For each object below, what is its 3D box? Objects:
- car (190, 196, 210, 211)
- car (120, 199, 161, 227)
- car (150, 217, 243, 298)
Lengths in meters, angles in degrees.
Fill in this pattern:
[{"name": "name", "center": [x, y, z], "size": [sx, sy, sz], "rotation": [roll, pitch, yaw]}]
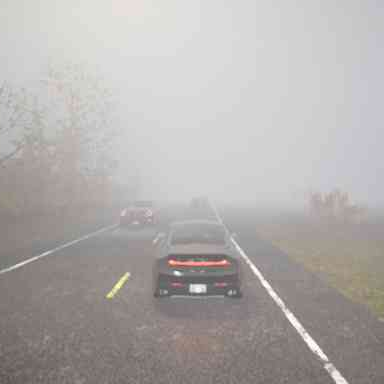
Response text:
[{"name": "car", "center": [0.985, 1.200, 37.444], "size": [2.097, 1.767, 4.553], "rotation": [0, 0, 4]}, {"name": "car", "center": [-3.296, 1.258, 22.025], "size": [2.097, 1.767, 4.553], "rotation": [0, 0, 2]}, {"name": "car", "center": [0.137, 1.466, 8.368], "size": [1.837, 1.490, 4.892], "rotation": [0, 0, 1]}]
